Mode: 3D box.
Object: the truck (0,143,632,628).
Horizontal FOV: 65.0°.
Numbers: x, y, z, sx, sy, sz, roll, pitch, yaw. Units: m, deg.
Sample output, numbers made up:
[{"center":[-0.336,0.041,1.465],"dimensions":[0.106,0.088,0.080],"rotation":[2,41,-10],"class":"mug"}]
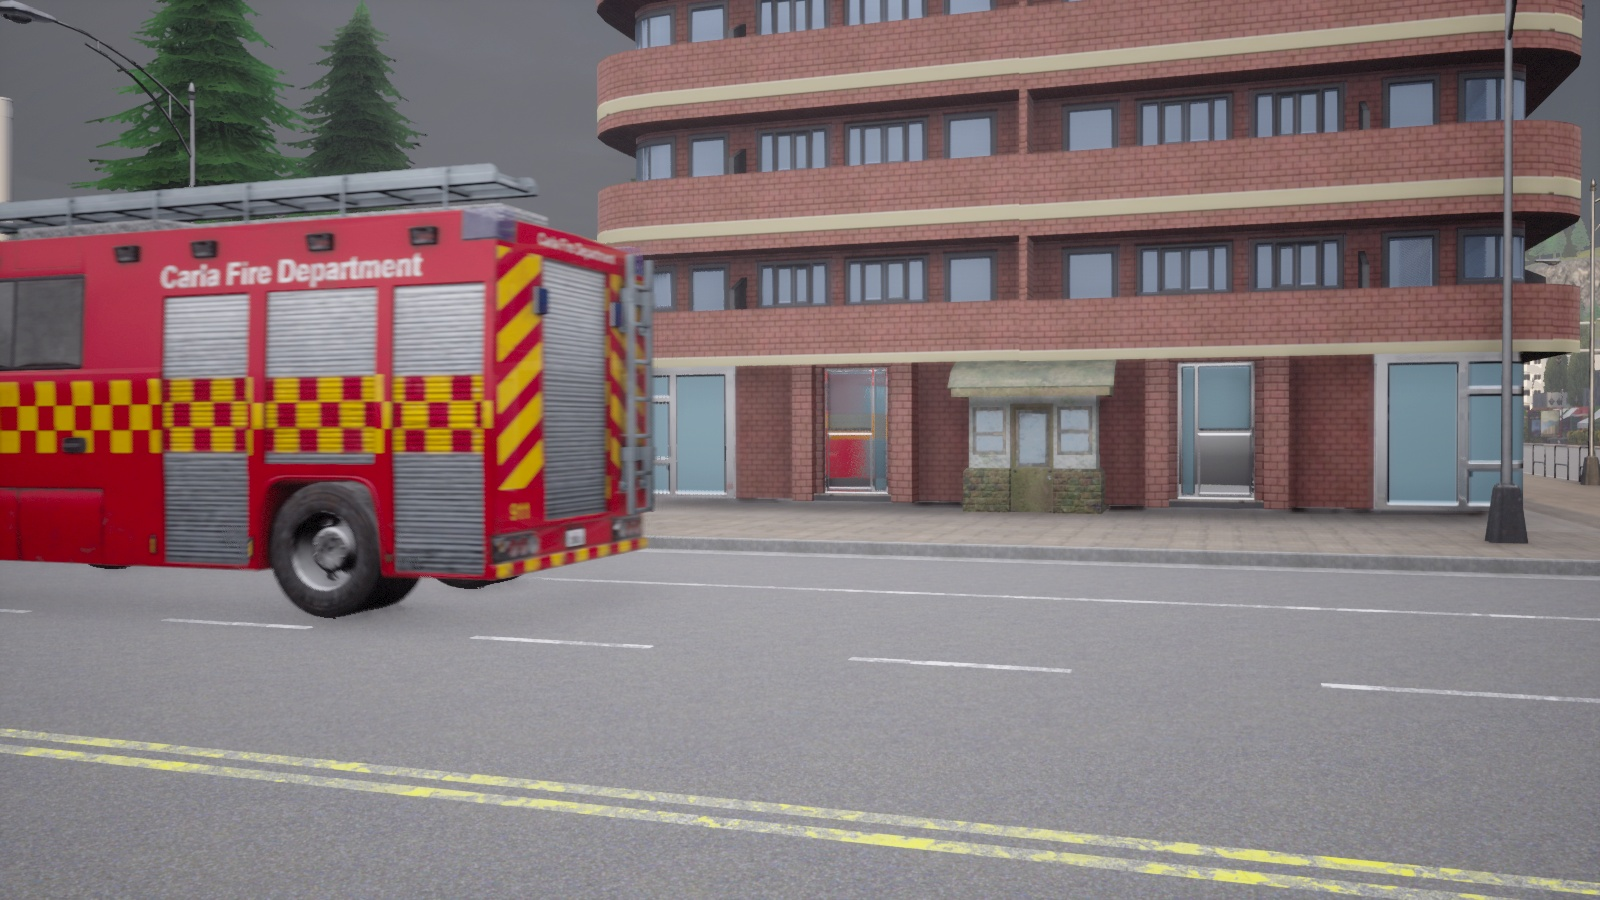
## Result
[{"center":[-6.168,-0.564,12.634],"dimensions":[8.468,3.827,2.891],"rotation":[1,1,19],"class":"truck"}]
